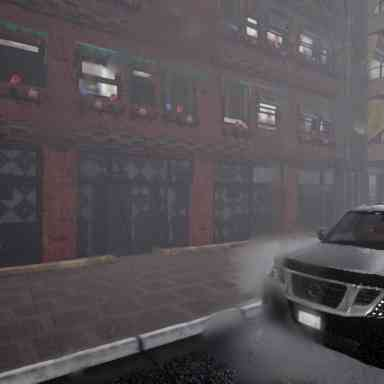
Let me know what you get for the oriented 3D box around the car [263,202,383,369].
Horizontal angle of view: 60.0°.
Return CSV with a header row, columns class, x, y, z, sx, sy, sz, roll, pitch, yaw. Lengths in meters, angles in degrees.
class,x,y,z,sx,sy,sz,roll,pitch,yaw
car,3.697,1.222,5.709,5.566,2.045,2.150,0,0,-35
